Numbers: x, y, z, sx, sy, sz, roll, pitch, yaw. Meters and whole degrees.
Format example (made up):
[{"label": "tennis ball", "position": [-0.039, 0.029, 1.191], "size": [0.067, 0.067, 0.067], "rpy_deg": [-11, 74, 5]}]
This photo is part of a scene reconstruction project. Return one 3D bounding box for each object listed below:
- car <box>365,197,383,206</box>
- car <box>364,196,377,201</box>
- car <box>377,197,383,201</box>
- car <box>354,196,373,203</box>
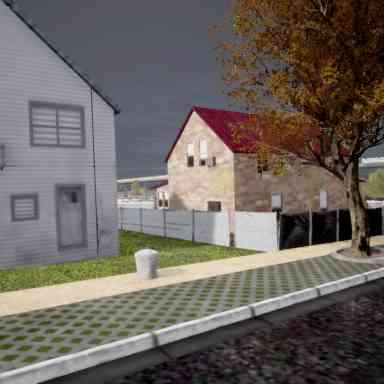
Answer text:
[{"label": "car", "position": [35.232, 1.727, 63.302], "size": [2.128, 1.511, 4.902], "rpy_deg": [-2, 0, 0]}, {"label": "car", "position": [28.607, 1.855, 56.231], "size": [1.882, 1.535, 5.008], "rpy_deg": [-2, 0, 1]}, {"label": "car", "position": [31.861, 1.741, 55.658], "size": [1.882, 1.535, 5.008], "rpy_deg": [-2, 0, 1]}, {"label": "car", "position": [38.574, 1.585, 74.944], "size": [1.837, 1.490, 4.892], "rpy_deg": [-2, 0, 0]}]
